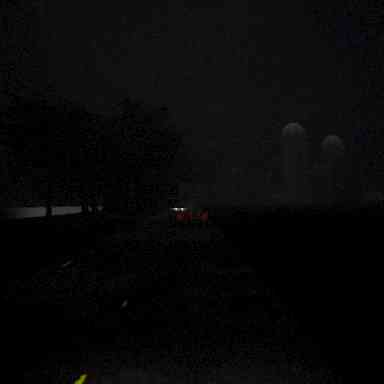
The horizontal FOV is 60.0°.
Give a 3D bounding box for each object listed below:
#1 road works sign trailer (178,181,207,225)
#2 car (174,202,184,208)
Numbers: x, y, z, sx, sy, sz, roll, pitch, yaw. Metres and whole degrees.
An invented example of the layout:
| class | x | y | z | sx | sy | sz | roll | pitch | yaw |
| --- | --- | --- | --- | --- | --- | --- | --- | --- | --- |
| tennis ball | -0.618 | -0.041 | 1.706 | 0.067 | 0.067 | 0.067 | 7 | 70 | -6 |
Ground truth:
| class | x | y | z | sx | sy | sz | roll | pitch | yaw |
| --- | --- | --- | --- | --- | --- | --- | --- | --- | --- |
| road works sign trailer | 0.005 | 0.850 | 27.557 | 2.380 | 3.560 | 2.880 | 0 | -1 | 0 |
| car | -2.737 | 2.813 | 71.767 | 1.994 | 1.385 | 4.181 | 0 | -1 | 0 |
